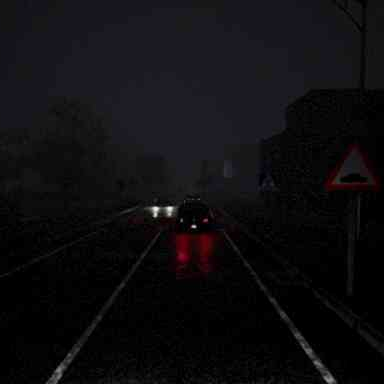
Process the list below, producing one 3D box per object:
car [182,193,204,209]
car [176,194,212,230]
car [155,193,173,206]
[{"bbox_3d":[0.098,0.921,35.450,2.128,1.511,4.902,0,1,0],"label":"car"},{"bbox_3d":[0.099,1.211,19.203,1.895,1.301,4.718,0,7,0],"label":"car"},{"bbox_3d":[-3.259,0.831,39.446,1.882,1.535,5.008,0,1,0],"label":"car"}]
